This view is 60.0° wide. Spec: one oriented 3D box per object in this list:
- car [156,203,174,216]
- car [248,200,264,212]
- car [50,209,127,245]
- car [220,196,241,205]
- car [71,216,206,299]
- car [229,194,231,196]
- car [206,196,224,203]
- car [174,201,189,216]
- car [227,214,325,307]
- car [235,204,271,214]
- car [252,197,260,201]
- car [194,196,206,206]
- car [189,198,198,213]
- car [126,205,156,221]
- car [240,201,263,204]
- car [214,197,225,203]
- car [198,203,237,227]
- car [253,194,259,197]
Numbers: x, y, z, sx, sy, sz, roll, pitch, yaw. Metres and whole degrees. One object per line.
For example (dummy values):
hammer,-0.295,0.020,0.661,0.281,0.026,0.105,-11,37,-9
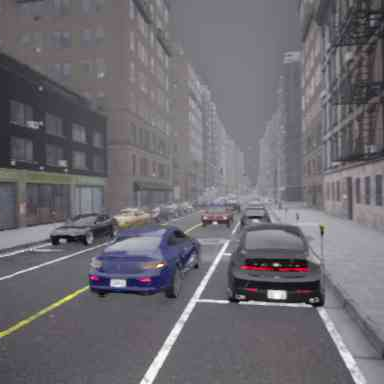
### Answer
car,-3.024,1.752,26.897,1.802,1.307,4.206,-1,0,11
car,7.927,1.659,41.314,1.802,1.307,4.206,-1,0,11
car,-5.073,1.714,16.267,1.947,1.339,4.313,-1,0,11
car,4.713,1.589,38.598,1.882,1.535,5.008,-1,0,11
car,-0.967,1.581,8.589,1.812,1.442,4.674,-1,0,11
car,8.112,1.776,84.686,1.752,1.417,4.829,-1,0,11
car,3.590,1.641,47.321,1.882,1.535,5.008,-1,-1,11
car,-2.000,1.729,32.212,2.008,1.369,4.403,-1,0,11
car,1.911,1.516,8.079,1.837,1.490,4.892,-1,0,11
car,3.829,1.608,20.054,1.947,1.339,4.313,-1,0,11
car,6.934,1.595,36.167,1.752,1.417,4.829,-1,0,11
car,1.069,1.517,48.157,2.192,1.841,5.009,-1,0,11
car,-0.976,1.737,37.527,2.008,1.369,4.403,-1,0,11
car,-4.081,1.684,21.415,1.752,1.417,4.829,-1,0,11
car,4.854,1.619,25.369,1.947,1.339,4.313,-1,0,11
car,6.080,1.789,74.142,2.008,1.369,4.403,-1,0,11
car,1.904,1.686,23.482,1.895,1.301,4.718,-1,0,11
car,17.053,1.580,88.683,1.967,1.590,4.097,-1,0,11
